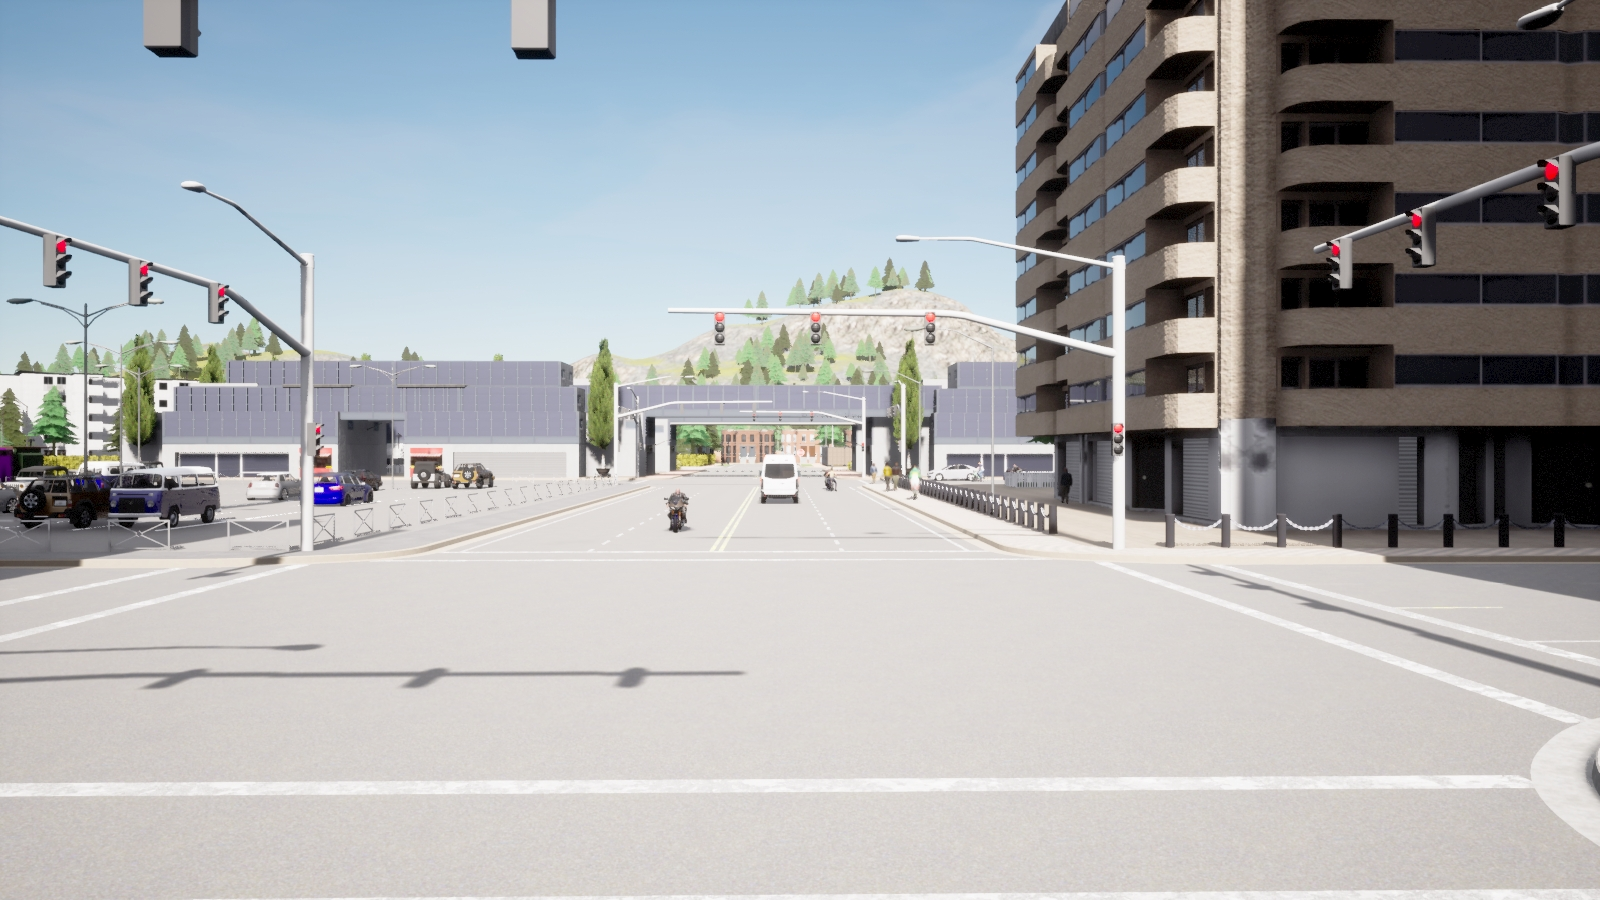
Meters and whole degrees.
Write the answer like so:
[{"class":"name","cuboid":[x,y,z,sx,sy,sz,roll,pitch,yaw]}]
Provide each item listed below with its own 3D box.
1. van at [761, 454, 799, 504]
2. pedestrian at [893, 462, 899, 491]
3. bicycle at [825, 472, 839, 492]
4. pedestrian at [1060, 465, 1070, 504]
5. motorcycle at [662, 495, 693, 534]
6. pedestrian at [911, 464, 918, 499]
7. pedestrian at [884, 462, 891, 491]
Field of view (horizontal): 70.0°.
[{"class":"van","cuboid":[-1.110,1.535,62.569,1.988,2.561,5.915,0,0,-1]},{"class":"pedestrian","cuboid":[6.180,1.697,73.476,0.375,1.860,0.375,0,0,-2]},{"class":"bicycle","cuboid":[2.134,2.158,77.288,0.859,1.276,1.487,0,0,-1]},{"class":"pedestrian","cuboid":[12.740,1.663,54.889,0.375,1.860,0.375,0,0,0]},{"class":"motorcycle","cuboid":[-4.213,2.205,39.441,0.867,1.251,2.209,0,0,-1]},{"class":"pedestrian","cuboid":[6.116,1.695,60.946,0.375,1.860,0.375,0,0,9]},{"class":"pedestrian","cuboid":[5.570,1.695,72.631,0.375,1.860,0.375,0,0,0]}]
